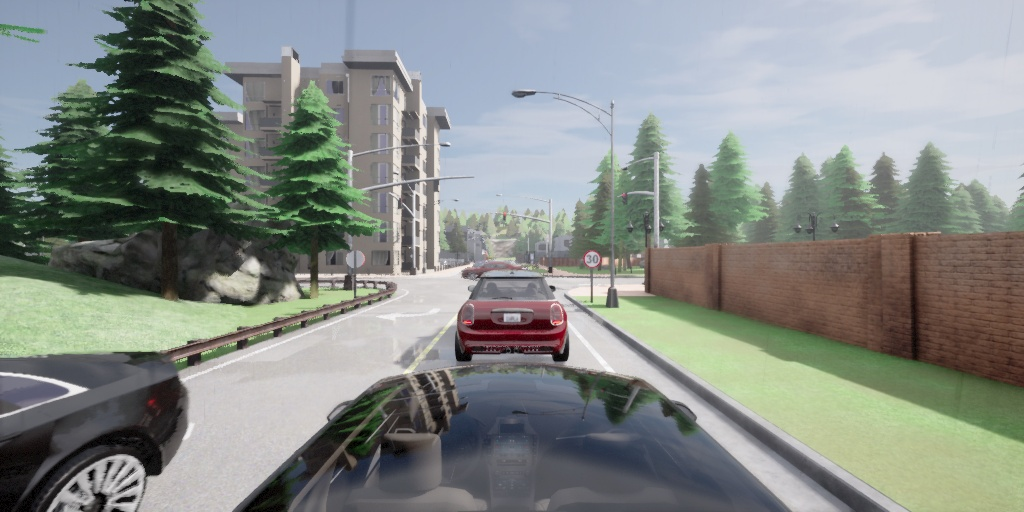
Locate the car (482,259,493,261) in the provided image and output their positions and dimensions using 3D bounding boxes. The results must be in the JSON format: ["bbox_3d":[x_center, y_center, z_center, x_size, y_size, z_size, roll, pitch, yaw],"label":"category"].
[{"bbox_3d":[-1.599,1.222,29.176,5.008,1.535,1.882,0,0,-3],"label":"car"}]

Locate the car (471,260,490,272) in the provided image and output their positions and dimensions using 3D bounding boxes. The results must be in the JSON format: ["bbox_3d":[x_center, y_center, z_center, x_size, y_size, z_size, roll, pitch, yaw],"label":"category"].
[{"bbox_3d":[-3.998,1.296,46.697,2.033,1.411,5.357,0,0,0],"label":"car"}]

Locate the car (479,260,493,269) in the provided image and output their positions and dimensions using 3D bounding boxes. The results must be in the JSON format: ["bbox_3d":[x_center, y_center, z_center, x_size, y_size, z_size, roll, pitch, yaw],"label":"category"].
[{"bbox_3d":[-4.080,1.349,56.370,1.895,1.301,4.718,0,0,0],"label":"car"}]

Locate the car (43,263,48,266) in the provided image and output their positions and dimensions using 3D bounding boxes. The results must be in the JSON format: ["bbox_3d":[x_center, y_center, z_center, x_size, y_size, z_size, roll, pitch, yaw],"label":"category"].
[{"bbox_3d":[-30.940,0.986,24.700,5.566,2.045,2.150,0,0,-1],"label":"car"}]

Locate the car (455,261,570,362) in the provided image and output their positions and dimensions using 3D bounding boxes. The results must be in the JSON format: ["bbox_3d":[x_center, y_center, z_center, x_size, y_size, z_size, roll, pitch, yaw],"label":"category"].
[{"bbox_3d":[0.002,1.102,8.402,2.097,1.767,4.553,0,0,0],"label":"car"}]

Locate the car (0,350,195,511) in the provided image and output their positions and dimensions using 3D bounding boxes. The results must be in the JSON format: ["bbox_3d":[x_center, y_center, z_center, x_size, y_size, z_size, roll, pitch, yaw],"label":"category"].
[{"bbox_3d":[-3.594,1.241,0.941,2.128,1.511,4.902,0,0,-1],"label":"car"}]
